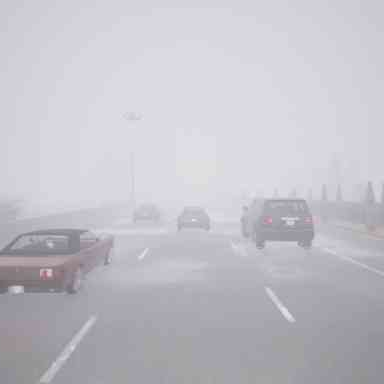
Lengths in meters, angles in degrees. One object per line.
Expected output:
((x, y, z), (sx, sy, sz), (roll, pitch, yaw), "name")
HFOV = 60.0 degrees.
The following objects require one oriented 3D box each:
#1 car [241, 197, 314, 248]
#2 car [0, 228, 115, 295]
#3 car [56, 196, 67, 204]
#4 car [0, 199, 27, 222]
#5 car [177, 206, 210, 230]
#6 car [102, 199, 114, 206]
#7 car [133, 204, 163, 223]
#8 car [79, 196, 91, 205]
((3.596, 1.231, 14.862), (2.150, 2.045, 5.566), (0, 0, 0), "car")
((-3.401, 1.604, 8.687), (1.895, 1.301, 4.718), (0, 0, 0), "car")
((-27.933, 1.734, 71.277), (1.837, 1.490, 4.892), (0, 0, -27), "car")
((-14.130, 1.501, 23.679), (1.882, 1.535, 5.008), (0, 0, 0), "car")
((0.094, 1.583, 21.015), (1.994, 1.385, 4.181), (0, 0, 0), "car")
((-13.702, 1.726, 54.124), (1.895, 1.301, 4.718), (0, 0, -14), "car")
((-3.410, 1.593, 26.189), (1.994, 1.385, 4.181), (0, 0, 0), "car")
((-20.505, 1.544, 63.722), (2.097, 1.767, 4.553), (0, 0, -21), "car")
